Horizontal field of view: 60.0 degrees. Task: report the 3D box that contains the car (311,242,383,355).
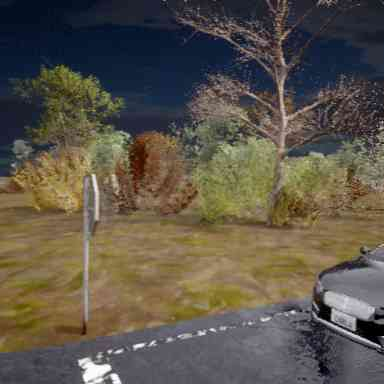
[{"bbox_3d":[4.156,1.409,5.465,4.902,1.511,2.128,0,2,-27],"label":"car"}]
